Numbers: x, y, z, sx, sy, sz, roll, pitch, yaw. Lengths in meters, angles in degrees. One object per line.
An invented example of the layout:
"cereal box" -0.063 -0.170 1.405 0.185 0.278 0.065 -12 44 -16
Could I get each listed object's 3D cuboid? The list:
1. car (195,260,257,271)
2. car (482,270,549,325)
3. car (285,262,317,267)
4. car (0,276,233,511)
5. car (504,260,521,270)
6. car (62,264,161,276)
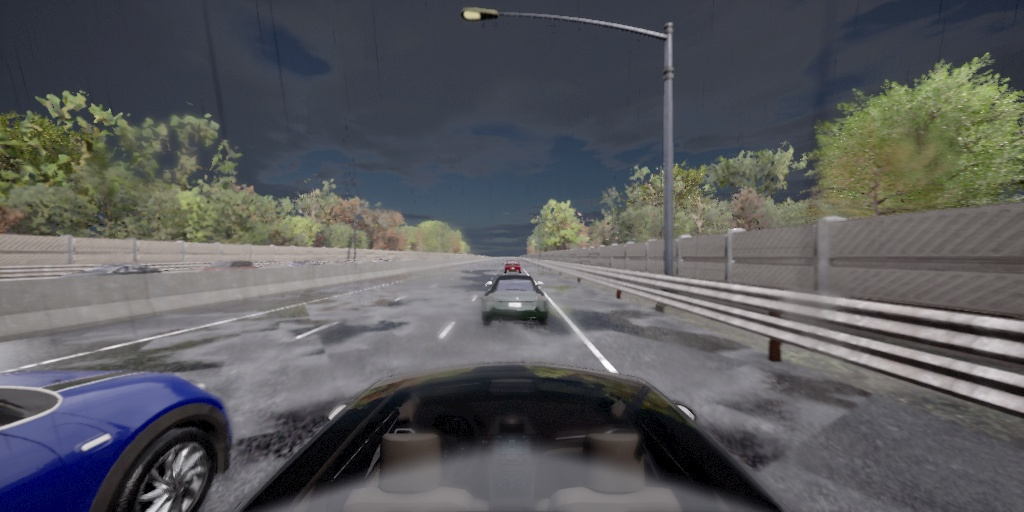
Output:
"car" -21.106 1.107 26.528 2.097 1.767 4.553 0 0 0
"car" 0.095 1.317 11.864 1.994 1.385 4.181 0 0 0
"car" -17.607 1.248 29.736 2.128 1.511 4.902 0 0 0
"car" -3.396 1.103 1.130 2.097 1.767 4.553 0 0 0
"car" 0.083 1.240 43.582 1.882 1.535 5.008 0 0 0
"car" -24.607 1.246 22.183 2.128 1.511 4.902 0 0 0
